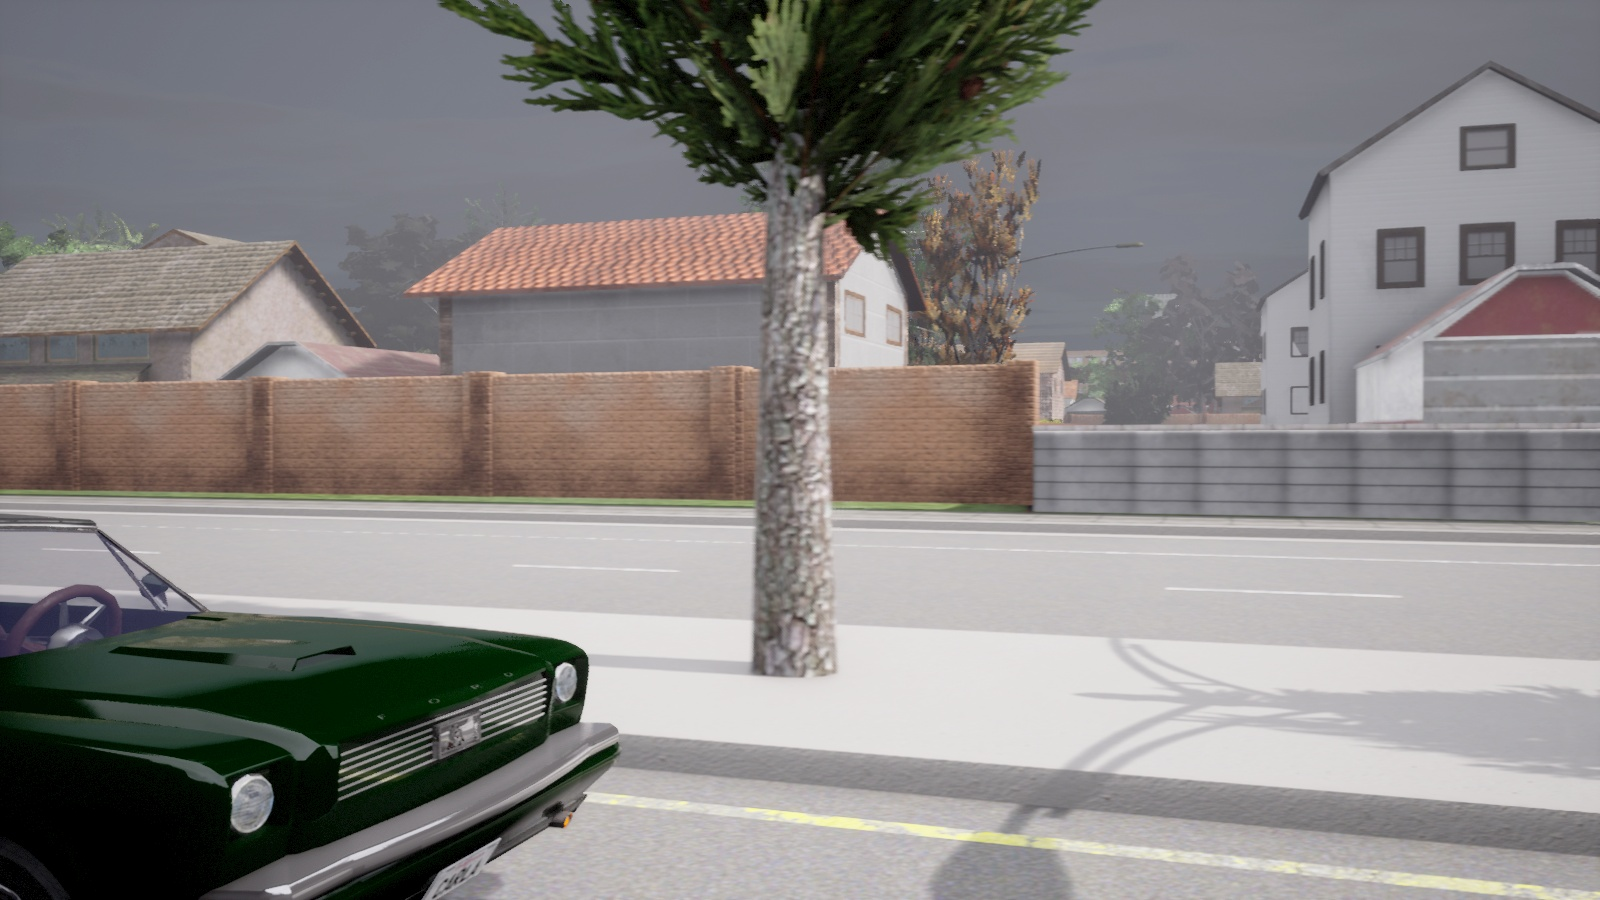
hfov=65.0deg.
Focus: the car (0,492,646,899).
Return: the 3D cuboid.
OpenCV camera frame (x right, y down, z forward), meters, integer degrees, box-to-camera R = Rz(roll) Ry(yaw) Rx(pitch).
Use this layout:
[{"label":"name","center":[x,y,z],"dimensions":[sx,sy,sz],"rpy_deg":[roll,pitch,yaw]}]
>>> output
[{"label":"car","center":[-3.076,0.848,4.228],"dimensions":[4.718,1.301,1.895],"rpy_deg":[1,1,19]}]
